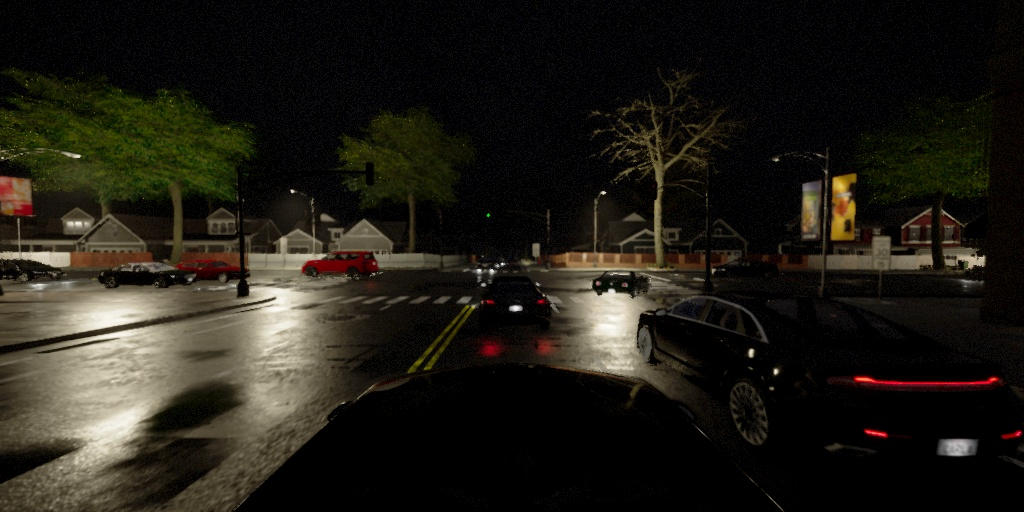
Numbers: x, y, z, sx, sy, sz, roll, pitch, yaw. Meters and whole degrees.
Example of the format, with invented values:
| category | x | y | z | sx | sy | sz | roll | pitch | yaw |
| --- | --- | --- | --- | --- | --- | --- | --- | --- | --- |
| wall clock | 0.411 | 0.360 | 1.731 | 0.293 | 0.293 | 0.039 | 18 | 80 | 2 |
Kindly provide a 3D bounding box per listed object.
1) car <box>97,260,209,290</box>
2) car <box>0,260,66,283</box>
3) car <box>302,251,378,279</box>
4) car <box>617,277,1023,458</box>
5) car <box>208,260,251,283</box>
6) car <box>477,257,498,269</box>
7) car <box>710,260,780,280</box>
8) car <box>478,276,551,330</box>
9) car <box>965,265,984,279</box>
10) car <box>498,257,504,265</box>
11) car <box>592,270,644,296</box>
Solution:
| category | x | y | z | sx | sy | sz | roll | pitch | yaw |
| --- | --- | --- | --- | --- | --- | --- | --- | --- | --- |
| car | -21.698 | 1.154 | 21.468 | 4.902 | 1.511 | 2.128 | 0 | 2 | 0 |
| car | -33.983 | 1.009 | 24.753 | 4.892 | 1.490 | 1.837 | 0 | 2 | 0 |
| car | -13.369 | 0.659 | 28.033 | 5.566 | 2.045 | 2.150 | 1 | 2 | 5 |
| car | 3.351 | 1.237 | 5.129 | 2.128 | 1.511 | 4.902 | 0 | 0 | 0 |
| car | -20.811 | 1.016 | 24.714 | 5.008 | 1.535 | 1.882 | 0 | 2 | 0 |
| car | -3.118 | 0.851 | 43.953 | 1.812 | 1.442 | 4.674 | 0 | 0 | 1 |
| car | 18.143 | 1.035 | 28.066 | 4.902 | 1.511 | 2.128 | 0 | 2 | 0 |
| car | -0.033 | 1.309 | 11.175 | 1.994 | 1.385 | 4.181 | 0 | 0 | -4 |
| car | 38.570 | 1.179 | 28.013 | 4.674 | 1.442 | 1.812 | 0 | 2 | 0 |
| car | -2.882 | 0.801 | 60.251 | 2.033 | 1.411 | 5.357 | 0 | 0 | 1 |
| car | 5.770 | 1.350 | 18.504 | 1.895 | 1.301 | 4.718 | 1 | 0 | 31 |
